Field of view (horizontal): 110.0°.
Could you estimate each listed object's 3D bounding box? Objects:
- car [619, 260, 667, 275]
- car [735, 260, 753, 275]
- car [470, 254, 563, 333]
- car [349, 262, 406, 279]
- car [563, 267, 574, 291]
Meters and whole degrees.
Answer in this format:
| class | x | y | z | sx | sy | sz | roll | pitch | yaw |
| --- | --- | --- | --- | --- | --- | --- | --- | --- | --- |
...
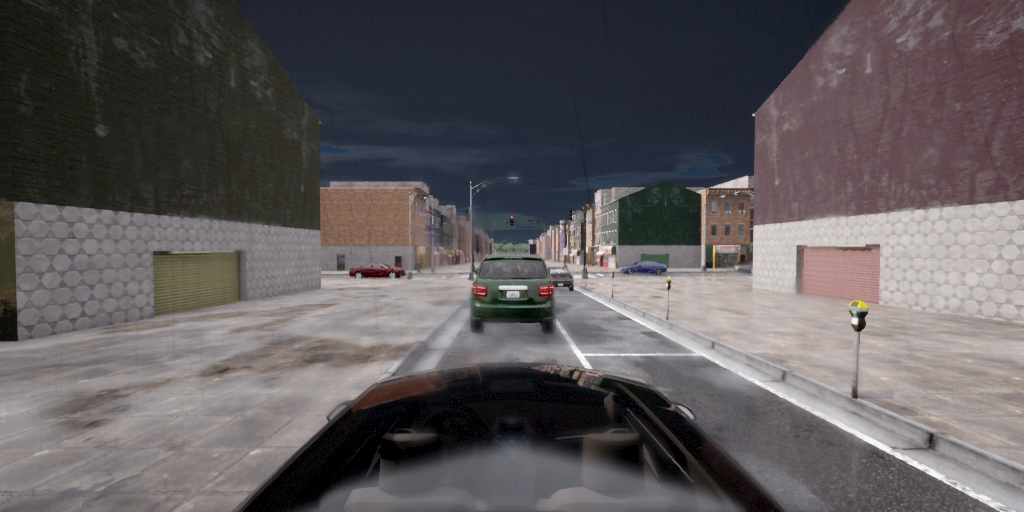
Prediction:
| class | x | y | z | sx | sy | sz | roll | pitch | yaw |
| --- | --- | --- | --- | --- | --- | --- | --- | --- | --- |
| car | 13.197 | 1.160 | 36.212 | 4.674 | 1.442 | 1.812 | 0 | 1 | 1 |
| car | 25.170 | 1.082 | 36.210 | 4.902 | 1.511 | 2.128 | 0 | 1 | 0 |
| car | 0.029 | 0.968 | 10.859 | 2.150 | 2.045 | 5.566 | 0 | 0 | 0 |
| car | -12.398 | 1.337 | 33.202 | 5.008 | 1.535 | 1.882 | 0 | 1 | -1 |
| car | 2.593 | 1.296 | 21.274 | 2.007 | 1.370 | 4.403 | 0 | 0 | 0 |
